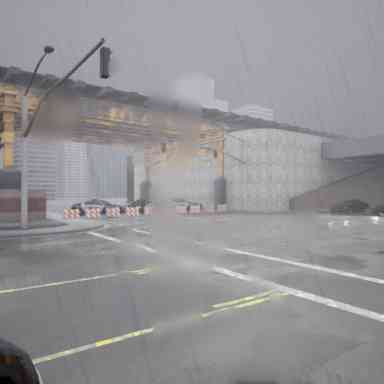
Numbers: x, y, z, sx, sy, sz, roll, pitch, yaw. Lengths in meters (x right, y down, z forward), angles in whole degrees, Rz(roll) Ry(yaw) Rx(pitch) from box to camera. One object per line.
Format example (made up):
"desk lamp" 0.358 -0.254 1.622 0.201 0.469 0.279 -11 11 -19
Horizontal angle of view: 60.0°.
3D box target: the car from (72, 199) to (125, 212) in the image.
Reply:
"car" -9.001 1.295 32.123 4.536 1.218 1.853 0 0 8

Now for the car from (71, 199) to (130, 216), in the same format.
"car" -8.949 1.453 32.116 4.974 1.542 2.038 0 0 8

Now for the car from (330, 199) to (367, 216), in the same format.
"car" 15.858 1.477 33.369 5.008 1.535 1.882 0 0 -37

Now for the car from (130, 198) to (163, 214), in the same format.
"car" -5.210 1.453 34.810 2.038 1.542 4.974 0 0 18

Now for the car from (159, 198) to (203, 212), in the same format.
"car" -1.308 1.453 38.578 4.974 1.542 2.038 0 0 -7

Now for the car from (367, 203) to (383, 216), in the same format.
"car" 19.036 1.548 31.392 5.357 1.411 2.033 0 0 -37

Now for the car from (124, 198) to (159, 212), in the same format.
"car" -5.195 1.295 34.859 1.853 1.218 4.536 0 0 18

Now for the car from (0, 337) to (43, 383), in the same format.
"car" -3.274 1.492 1.436 4.902 1.511 2.128 0 0 -35

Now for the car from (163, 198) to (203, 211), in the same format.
"car" -1.360 1.295 38.571 4.536 1.218 1.853 0 0 -7
